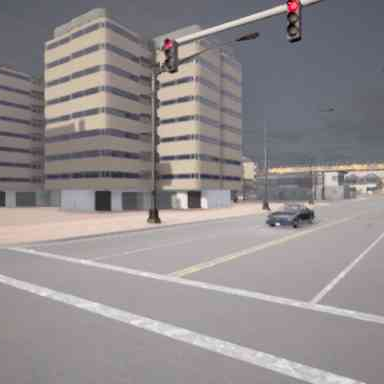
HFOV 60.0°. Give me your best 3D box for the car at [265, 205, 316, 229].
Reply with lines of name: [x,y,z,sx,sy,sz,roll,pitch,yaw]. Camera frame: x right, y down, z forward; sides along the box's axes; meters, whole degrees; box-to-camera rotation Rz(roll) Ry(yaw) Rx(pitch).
car: [6.684,1.550,22.130,2.033,1.411,5.357,0,0,35]
